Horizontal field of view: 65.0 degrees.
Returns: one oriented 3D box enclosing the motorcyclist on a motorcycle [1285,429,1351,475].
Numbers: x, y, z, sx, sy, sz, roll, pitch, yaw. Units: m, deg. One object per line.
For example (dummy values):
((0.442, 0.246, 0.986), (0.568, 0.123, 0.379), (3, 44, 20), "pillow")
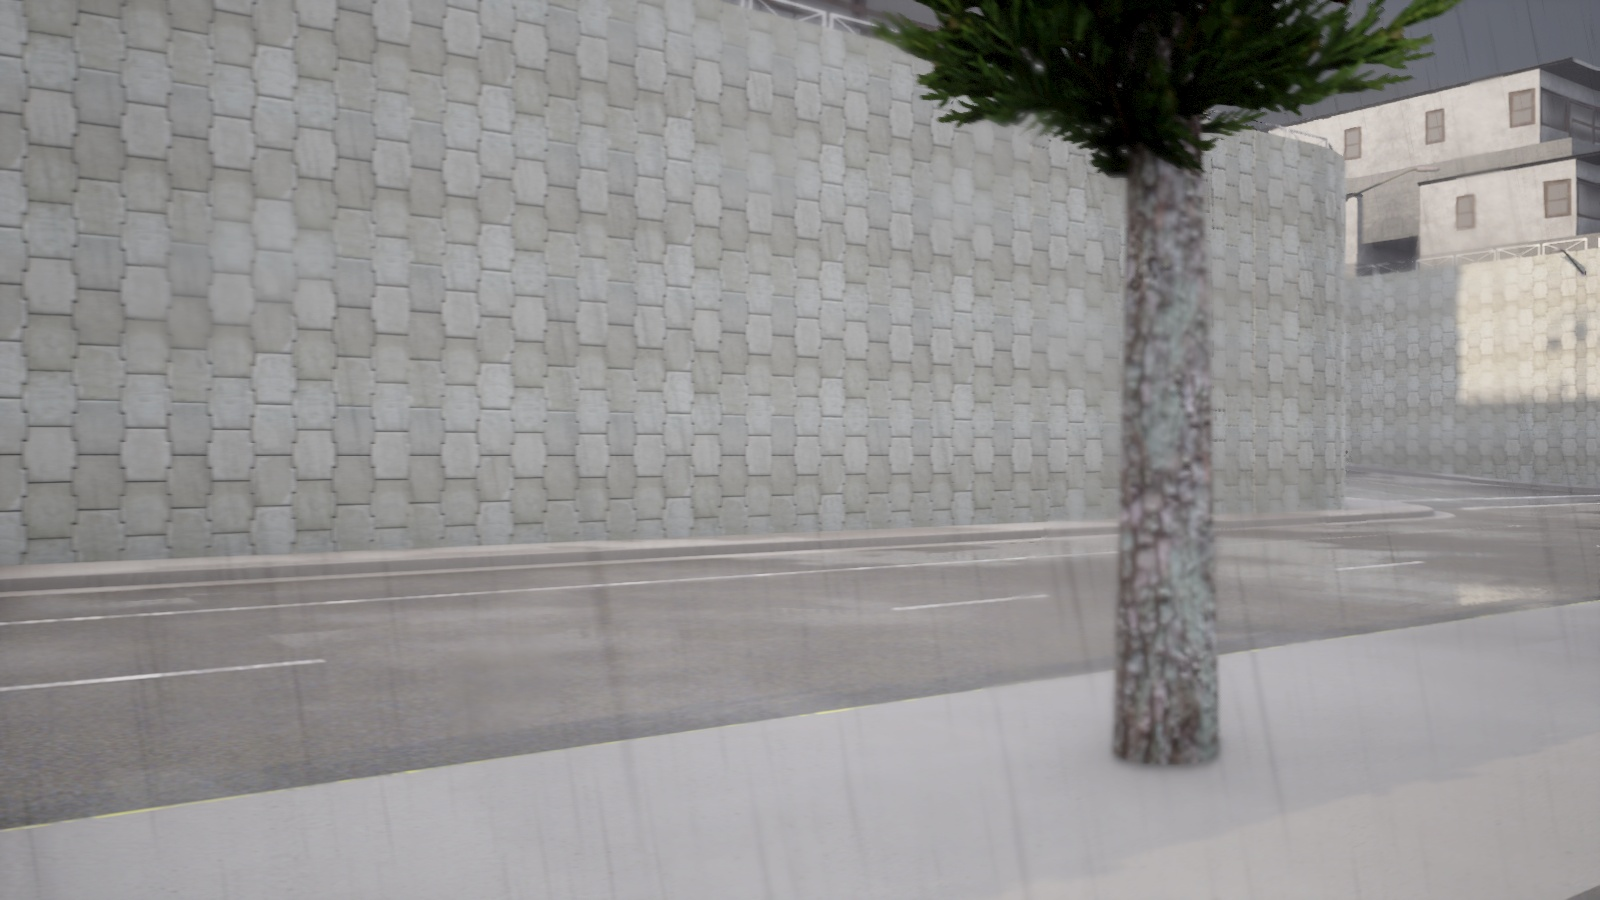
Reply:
((19.180, 0.063, 46.548), (0.797, 1.523, 2.044), (1, 4, -35), "motorcyclist on a motorcycle")
